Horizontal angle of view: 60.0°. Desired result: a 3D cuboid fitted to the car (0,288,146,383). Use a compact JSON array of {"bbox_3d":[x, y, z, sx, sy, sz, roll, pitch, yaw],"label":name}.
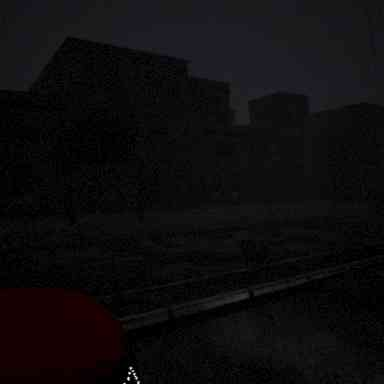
[{"bbox_3d":[-2.860,1.227,1.396,5.566,2.045,2.150,0,0,-36],"label":"car"}]
